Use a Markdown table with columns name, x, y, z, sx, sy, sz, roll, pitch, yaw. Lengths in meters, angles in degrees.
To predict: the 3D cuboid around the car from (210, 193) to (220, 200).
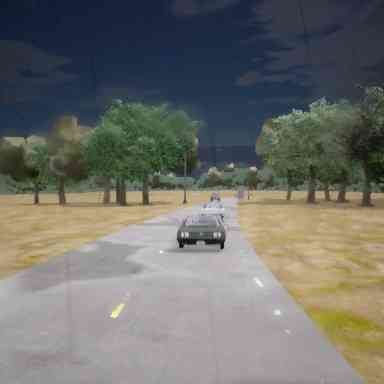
| name | x | y | z | sx | sy | sz | roll | pitch | yaw |
| --- | --- | --- | --- | --- | --- | --- | --- | --- | --- |
| car | 5.340 | 1.269 | 76.560 | 2.150 | 2.045 | 5.566 | 0 | 0 | 8 |

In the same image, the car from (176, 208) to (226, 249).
| name | x | y | z | sx | sy | sz | roll | pitch | yaw |
| --- | --- | --- | --- | --- | --- | --- | --- | --- | --- |
| car | 0.480 | 1.615 | 14.549 | 1.895 | 1.301 | 4.718 | 0 | 0 | 4 |

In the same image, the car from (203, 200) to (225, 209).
| name | x | y | z | sx | sy | sz | roll | pitch | yaw |
| --- | --- | --- | --- | --- | --- | --- | --- | --- | --- |
| car | 1.918 | 1.617 | 29.381 | 1.895 | 1.301 | 4.718 | 0 | 0 | 7 |
